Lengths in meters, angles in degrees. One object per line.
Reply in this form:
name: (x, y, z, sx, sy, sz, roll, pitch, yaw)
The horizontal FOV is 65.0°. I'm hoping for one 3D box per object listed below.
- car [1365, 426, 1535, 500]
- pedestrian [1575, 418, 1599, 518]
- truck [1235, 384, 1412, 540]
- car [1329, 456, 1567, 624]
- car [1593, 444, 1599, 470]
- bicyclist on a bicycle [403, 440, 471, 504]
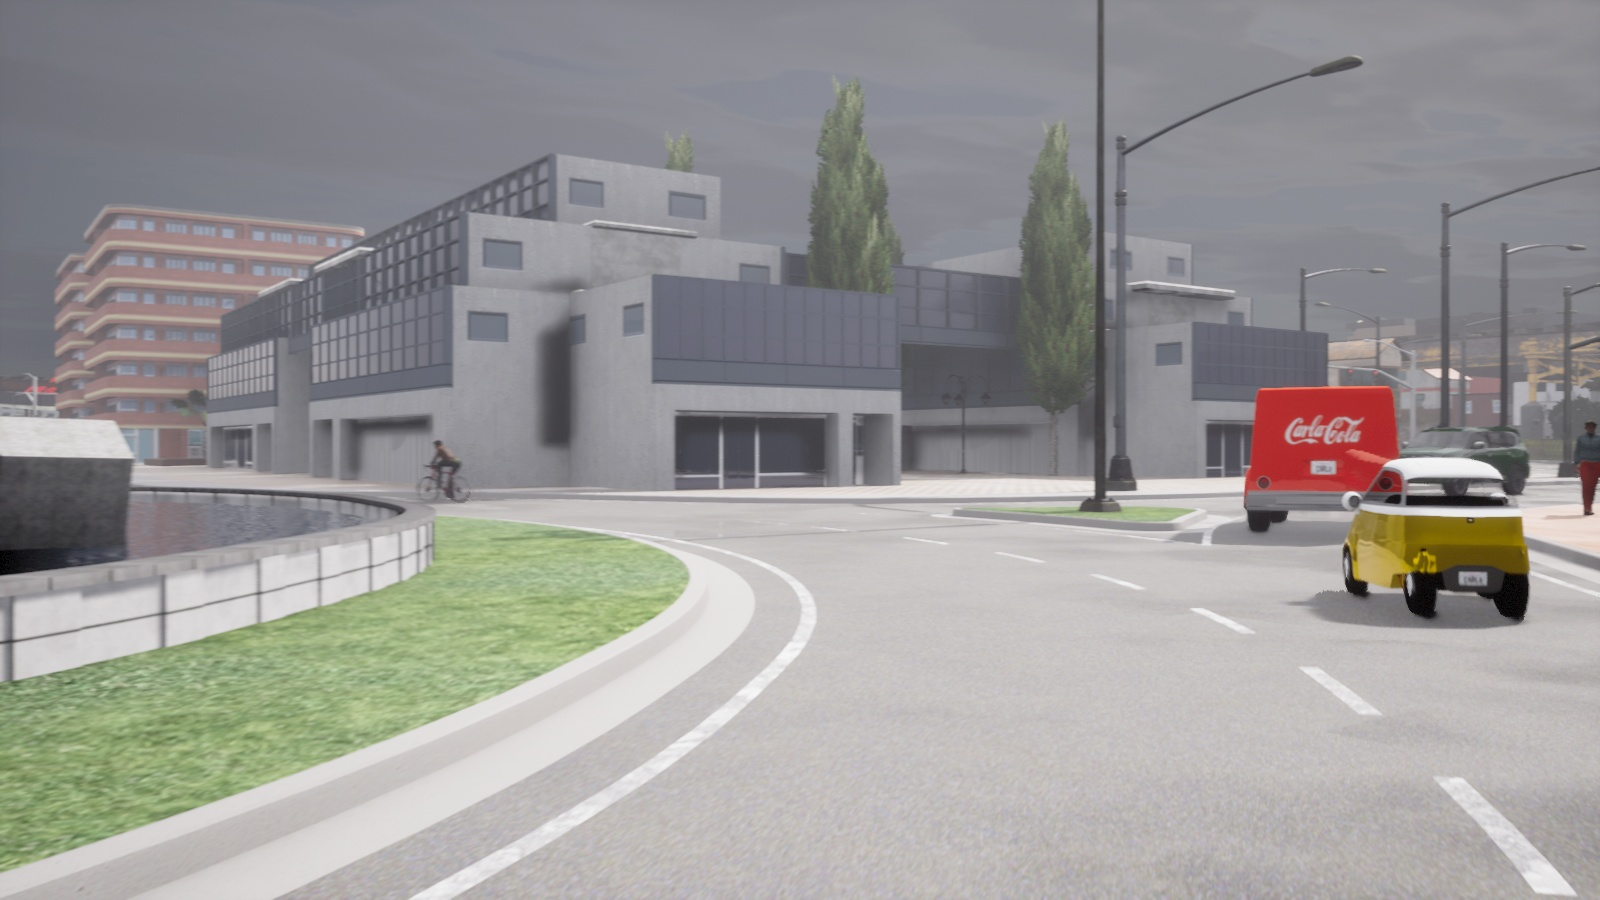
car: (19.379, 0.347, 37.347, 5.566, 2.045, 2.150, 0, 0, -35)
pedestrian: (14.783, 0.335, 23.601, 0.353, 1.847, 0.614, 0, 0, 29)
truck: (9.472, 0.184, 22.709, 2.627, 2.467, 5.204, 0, 0, 23)
car: (5.976, 0.764, 11.806, 1.481, 1.376, 2.207, 0, 1, 13)
car: (49.985, 0.449, 76.089, 1.801, 1.575, 5.366, 0, 0, 16)
bicyclist on a bicycle: (-9.307, 0.550, 32.170, 1.656, 1.620, 0.582, 0, 1, 22)
